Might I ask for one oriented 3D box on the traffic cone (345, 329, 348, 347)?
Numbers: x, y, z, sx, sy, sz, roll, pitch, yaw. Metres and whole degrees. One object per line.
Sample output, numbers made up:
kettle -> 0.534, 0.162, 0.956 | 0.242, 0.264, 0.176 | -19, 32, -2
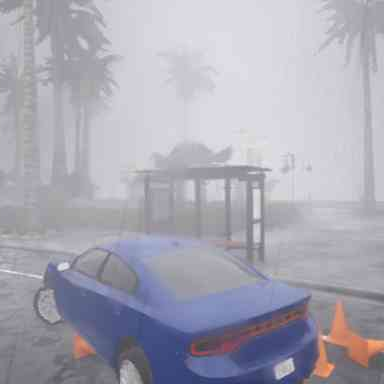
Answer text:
traffic cone -> 2.439, 2.052, 4.431 | 0.580, 0.340, 0.340 | 0, 0, -16

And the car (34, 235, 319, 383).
car -> -0.705, 1.380, 4.855 | 1.882, 1.535, 5.008 | -1, 1, -37

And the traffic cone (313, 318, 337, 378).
traffic cone -> 1.582, 1.938, 4.220 | 0.340, 0.580, 0.340 | 0, 0, 39

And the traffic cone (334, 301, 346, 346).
traffic cone -> 2.210, 1.934, 4.999 | 0.340, 0.580, 0.340 | 0, 0, 39
